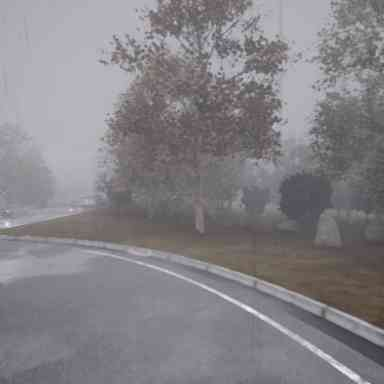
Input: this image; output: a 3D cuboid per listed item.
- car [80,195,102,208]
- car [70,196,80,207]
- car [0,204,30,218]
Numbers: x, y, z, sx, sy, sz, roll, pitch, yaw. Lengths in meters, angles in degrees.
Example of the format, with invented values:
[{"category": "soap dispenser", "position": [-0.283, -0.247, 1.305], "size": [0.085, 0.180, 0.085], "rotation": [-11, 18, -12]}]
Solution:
[{"category": "car", "position": [-16.204, 1.561, 55.021], "size": [2.150, 2.045, 5.566], "rotation": [-1, 0, -2]}, {"category": "car", "position": [-19.941, 1.638, 59.532], "size": [2.150, 2.045, 5.566], "rotation": [-1, 0, -2]}, {"category": "car", "position": [-18.983, 1.987, 34.974], "size": [1.895, 1.301, 4.718], "rotation": [-1, 0, -2]}]
